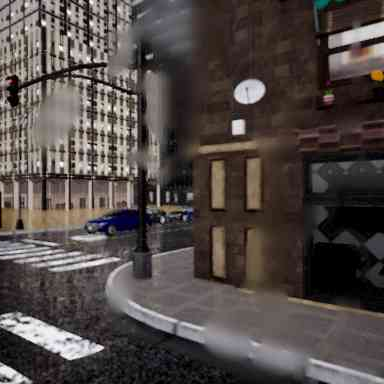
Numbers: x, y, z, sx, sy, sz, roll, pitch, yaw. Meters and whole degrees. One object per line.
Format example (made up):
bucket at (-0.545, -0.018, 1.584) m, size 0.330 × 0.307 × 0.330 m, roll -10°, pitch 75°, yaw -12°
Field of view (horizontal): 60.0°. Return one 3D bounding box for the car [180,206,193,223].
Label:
car at (1.435, 1.874, 28.650) m, size 1.882 × 1.535 × 5.008 m, roll -1°, pitch -1°, yaw 35°

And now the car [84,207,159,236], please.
car at (-4.368, 1.775, 20.384) m, size 1.812 × 1.442 × 4.674 m, roll -1°, pitch -1°, yaw 33°

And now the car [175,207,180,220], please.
car at (-0.521, 1.977, 30.618) m, size 2.008 × 1.369 × 4.403 m, roll -2°, pitch -2°, yaw 35°

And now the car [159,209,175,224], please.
car at (-3.723, 1.895, 26.061) m, size 2.008 × 1.369 × 4.403 m, roll -2°, pitch -2°, yaw 35°
